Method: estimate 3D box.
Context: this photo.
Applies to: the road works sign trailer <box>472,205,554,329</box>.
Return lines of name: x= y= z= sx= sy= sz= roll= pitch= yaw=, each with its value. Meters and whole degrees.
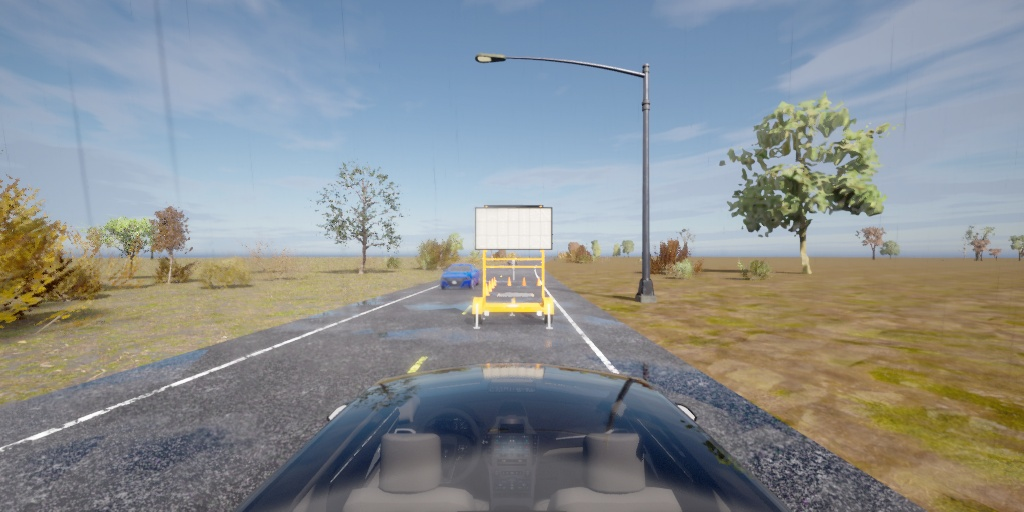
road works sign trailer: x=0.054 y=0.214 z=11.252 sx=2.380 sy=3.560 sz=2.880 roll=0 pitch=0 yaw=1

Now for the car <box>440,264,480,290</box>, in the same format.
car: x=-3.174 y=1.226 z=22.681 sx=1.882 sy=1.535 sz=5.008 roll=0 pitch=0 yaw=2
